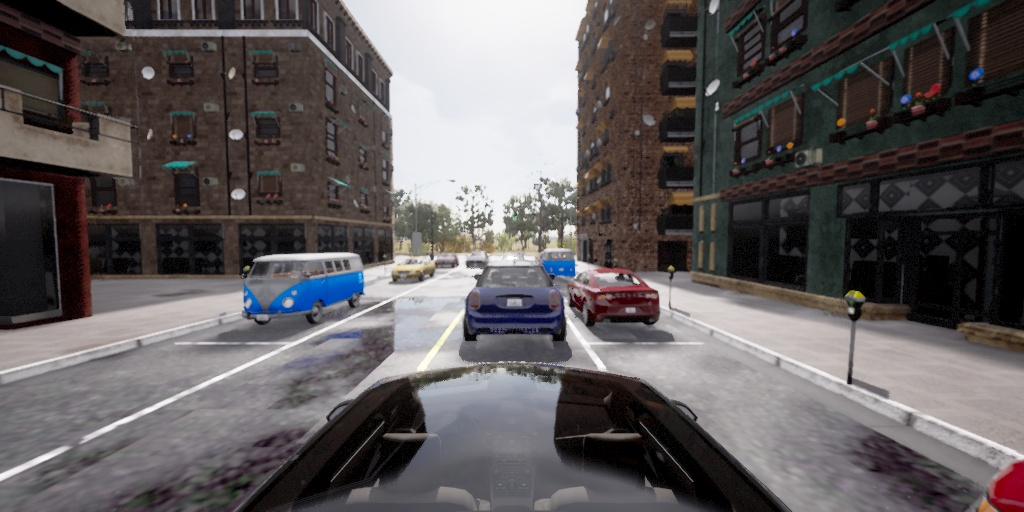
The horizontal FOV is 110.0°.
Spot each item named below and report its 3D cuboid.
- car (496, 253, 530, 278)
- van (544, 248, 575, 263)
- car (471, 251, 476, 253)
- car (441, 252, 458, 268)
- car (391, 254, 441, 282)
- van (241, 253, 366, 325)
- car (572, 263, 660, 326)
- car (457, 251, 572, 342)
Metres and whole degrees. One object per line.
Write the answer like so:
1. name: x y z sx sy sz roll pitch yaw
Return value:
1. car: 0.072 0.553 24.579 2.033 1.411 5.357 0 2 0
2. van: 2.693 0.450 21.390 1.690 1.789 3.998 0 0 0
3. car: -3.058 0.286 32.733 2.033 1.411 5.357 0 2 0
4. car: -5.783 0.333 32.379 1.802 1.307 4.207 0 0 0
5. car: -5.688 0.636 21.172 1.751 1.417 4.829 0 0 0
6. van: -5.689 0.812 10.300 1.690 1.789 3.998 0 0 0
7. car: 2.691 1.014 10.347 1.888 1.381 4.507 0 0 0
8. car: 0.065 0.860 9.118 2.097 1.767 4.553 0 2 0
